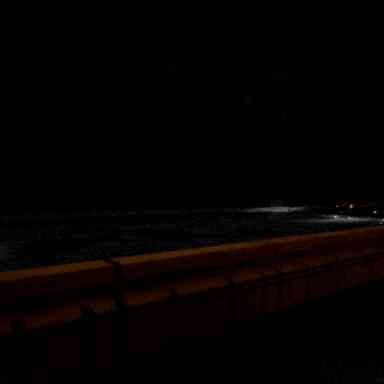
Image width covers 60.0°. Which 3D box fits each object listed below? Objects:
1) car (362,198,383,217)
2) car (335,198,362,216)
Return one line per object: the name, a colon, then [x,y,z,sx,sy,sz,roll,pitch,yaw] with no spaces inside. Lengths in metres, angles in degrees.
car: [18.108,1.504,29.787,4.902,1.511,2.128,0,0,-23]
car: [16.411,1.358,32.855,4.553,1.767,2.097,0,0,-23]
